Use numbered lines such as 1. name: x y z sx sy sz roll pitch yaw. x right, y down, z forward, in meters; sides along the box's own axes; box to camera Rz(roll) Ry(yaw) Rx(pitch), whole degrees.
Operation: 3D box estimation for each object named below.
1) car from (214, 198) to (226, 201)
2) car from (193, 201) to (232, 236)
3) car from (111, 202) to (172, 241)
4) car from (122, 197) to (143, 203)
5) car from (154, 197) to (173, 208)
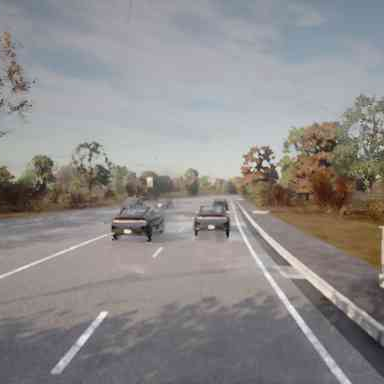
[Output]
1. car: 3.421 1.452 40.366 1.837 1.490 4.892 0 0 6
2. car: 1.142 1.467 18.385 2.128 1.511 4.902 0 0 5
3. car: -2.533 1.459 16.484 2.128 1.511 4.902 0 0 4
4. car: -7.300 1.416 40.652 1.837 1.490 4.892 0 0 6
5. car: -3.595 1.412 42.296 2.128 1.511 4.902 0 0 6
